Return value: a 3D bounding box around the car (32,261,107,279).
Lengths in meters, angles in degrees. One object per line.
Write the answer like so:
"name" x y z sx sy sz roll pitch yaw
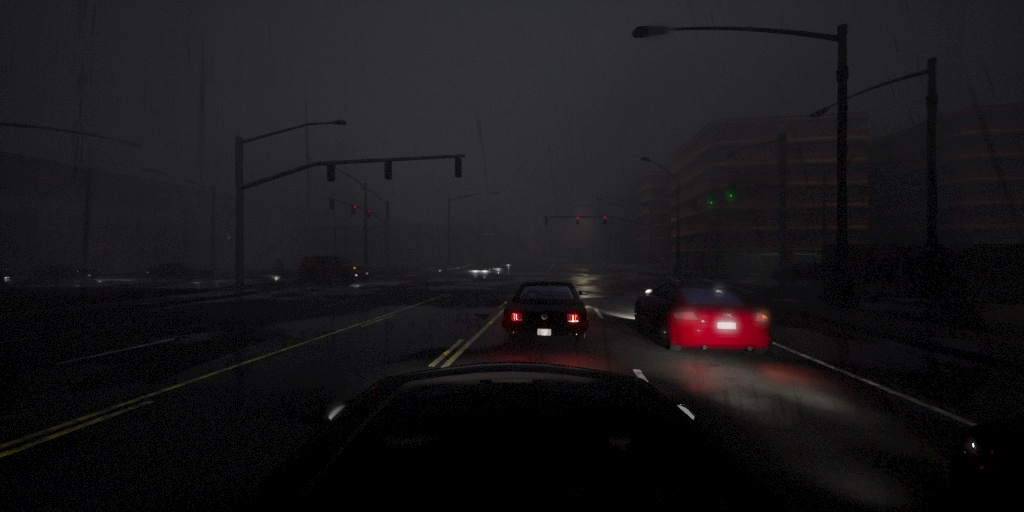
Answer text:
"car" -38.391 1.351 31.043 4.718 1.301 1.895 0 0 8

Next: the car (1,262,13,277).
"car" -50.241 1.276 34.689 4.674 1.442 1.812 0 0 33

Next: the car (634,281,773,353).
"car" 4.400 1.314 8.915 1.994 1.385 4.181 0 0 7

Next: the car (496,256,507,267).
"car" -2.533 1.064 58.559 1.895 1.301 4.718 0 1 8

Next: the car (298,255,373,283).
"car" -13.698 0.970 27.818 5.566 2.045 2.150 0 0 12

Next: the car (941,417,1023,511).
"car" 3.640 1.242 0.203 2.128 1.511 4.902 0 0 1

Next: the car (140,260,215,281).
"car" -27.261 1.228 29.633 5.008 1.535 1.882 0 0 7

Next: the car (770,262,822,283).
"car" 22.803 1.228 27.591 5.008 1.535 1.882 0 0 7

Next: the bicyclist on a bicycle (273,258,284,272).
"bicyclist on a bicycle" -26.420 1.053 40.582 0.582 1.620 1.656 0 0 7

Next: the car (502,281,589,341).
"car" 0.996 1.351 9.915 1.895 1.301 4.718 0 0 8

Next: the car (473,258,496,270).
"car" -3.880 1.176 48.705 1.994 1.385 4.181 0 1 8
